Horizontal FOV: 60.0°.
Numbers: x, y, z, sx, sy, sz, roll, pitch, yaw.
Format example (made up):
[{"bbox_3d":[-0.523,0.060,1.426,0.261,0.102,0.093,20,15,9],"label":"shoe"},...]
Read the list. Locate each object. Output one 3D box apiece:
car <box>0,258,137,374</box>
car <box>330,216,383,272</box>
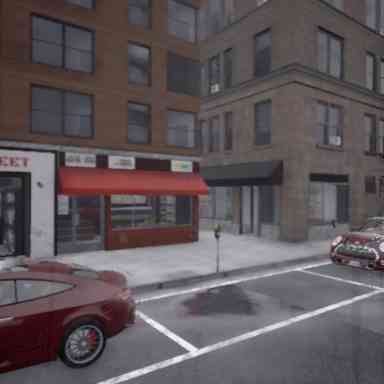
[{"bbox_3d":[-2.769,1.583,4.214,4.206,1.307,1.802,1,0,-35],"label":"car"},{"bbox_3d":[6.231,1.519,10.605,4.097,1.590,1.967,1,0,-35],"label":"car"}]
